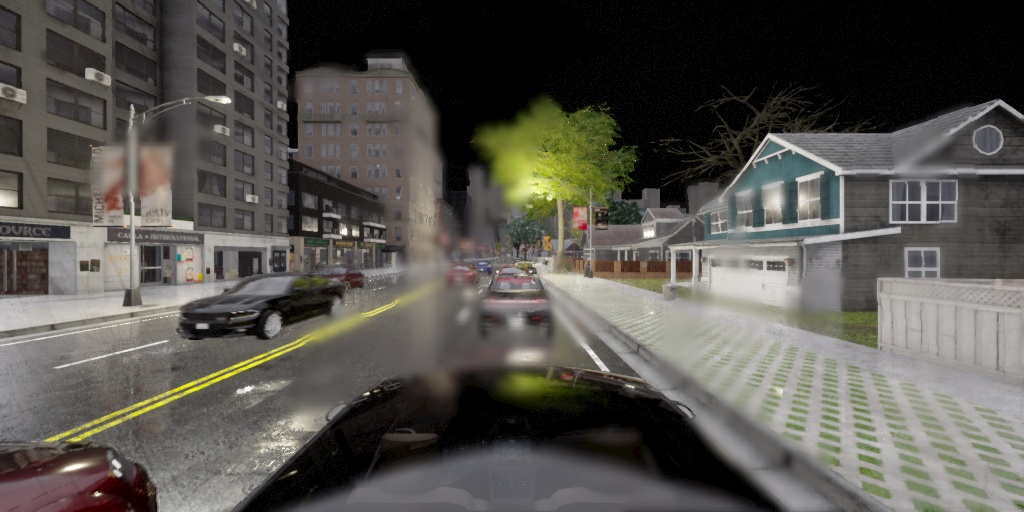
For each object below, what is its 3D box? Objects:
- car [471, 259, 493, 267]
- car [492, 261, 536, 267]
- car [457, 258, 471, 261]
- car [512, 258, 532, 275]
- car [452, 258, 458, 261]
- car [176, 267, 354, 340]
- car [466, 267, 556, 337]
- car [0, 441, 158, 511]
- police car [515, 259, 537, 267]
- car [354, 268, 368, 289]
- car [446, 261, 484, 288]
[{"bbox_3d":[-3.097,1.242,39.416,1.812,1.442,4.674,0,0,0],"label":"car"},{"bbox_3d":[0.121,1.218,19.786,1.882,1.535,5.008,0,0,0],"label":"car"},{"bbox_3d":[-6.539,1.175,53.653,1.882,1.535,5.008,0,0,0],"label":"car"},{"bbox_3d":[1.017,1.067,39.376,2.097,1.767,4.553,0,0,0],"label":"car"},{"bbox_3d":[-9.735,1.187,63.798,1.837,1.490,4.892,0,0,1],"label":"car"},{"bbox_3d":[-6.588,1.225,10.124,1.882,1.535,5.008,0,0,0],"label":"car"},{"bbox_3d":[0.113,1.239,10.283,2.128,1.511,4.902,0,0,0],"label":"car"},{"bbox_3d":[-3.149,1.313,0.420,1.994,1.385,4.181,0,0,0],"label":"car"},{"bbox_3d":[1.007,1.155,29.515,1.930,1.638,5.238,0,0,0],"label":"police car"},{"bbox_3d":[-9.828,1.304,20.336,1.994,1.385,4.181,0,0,0],"label":"car"},{"bbox_3d":[-3.125,1.263,23.555,1.812,1.442,4.674,0,0,0],"label":"car"}]
